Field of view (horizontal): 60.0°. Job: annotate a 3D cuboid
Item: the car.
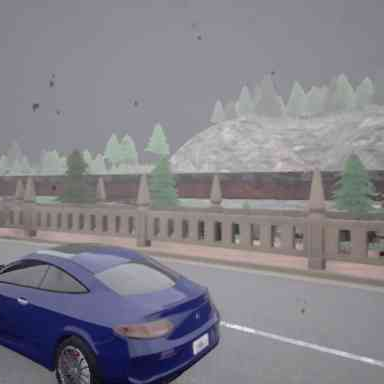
[{"bbox_3d":[-1.825,1.509,4.950,4.674,1.442,1.812,0,0,33],"label":"car"}]
